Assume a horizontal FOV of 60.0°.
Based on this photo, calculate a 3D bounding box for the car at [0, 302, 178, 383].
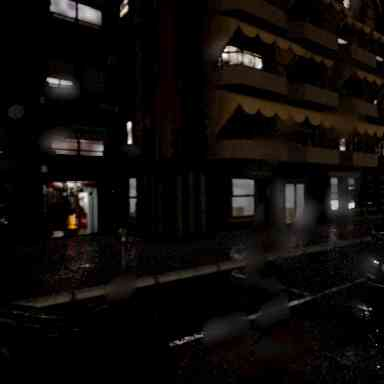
[{"bbox_3d":[-2.402,1.516,1.627,5.008,1.535,1.882,-1,0,-36],"label":"car"}]

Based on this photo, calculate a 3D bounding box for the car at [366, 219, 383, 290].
[{"bbox_3d":[5.903,1.388,7.724,4.902,1.511,2.128,-1,0,-36],"label":"car"}]
